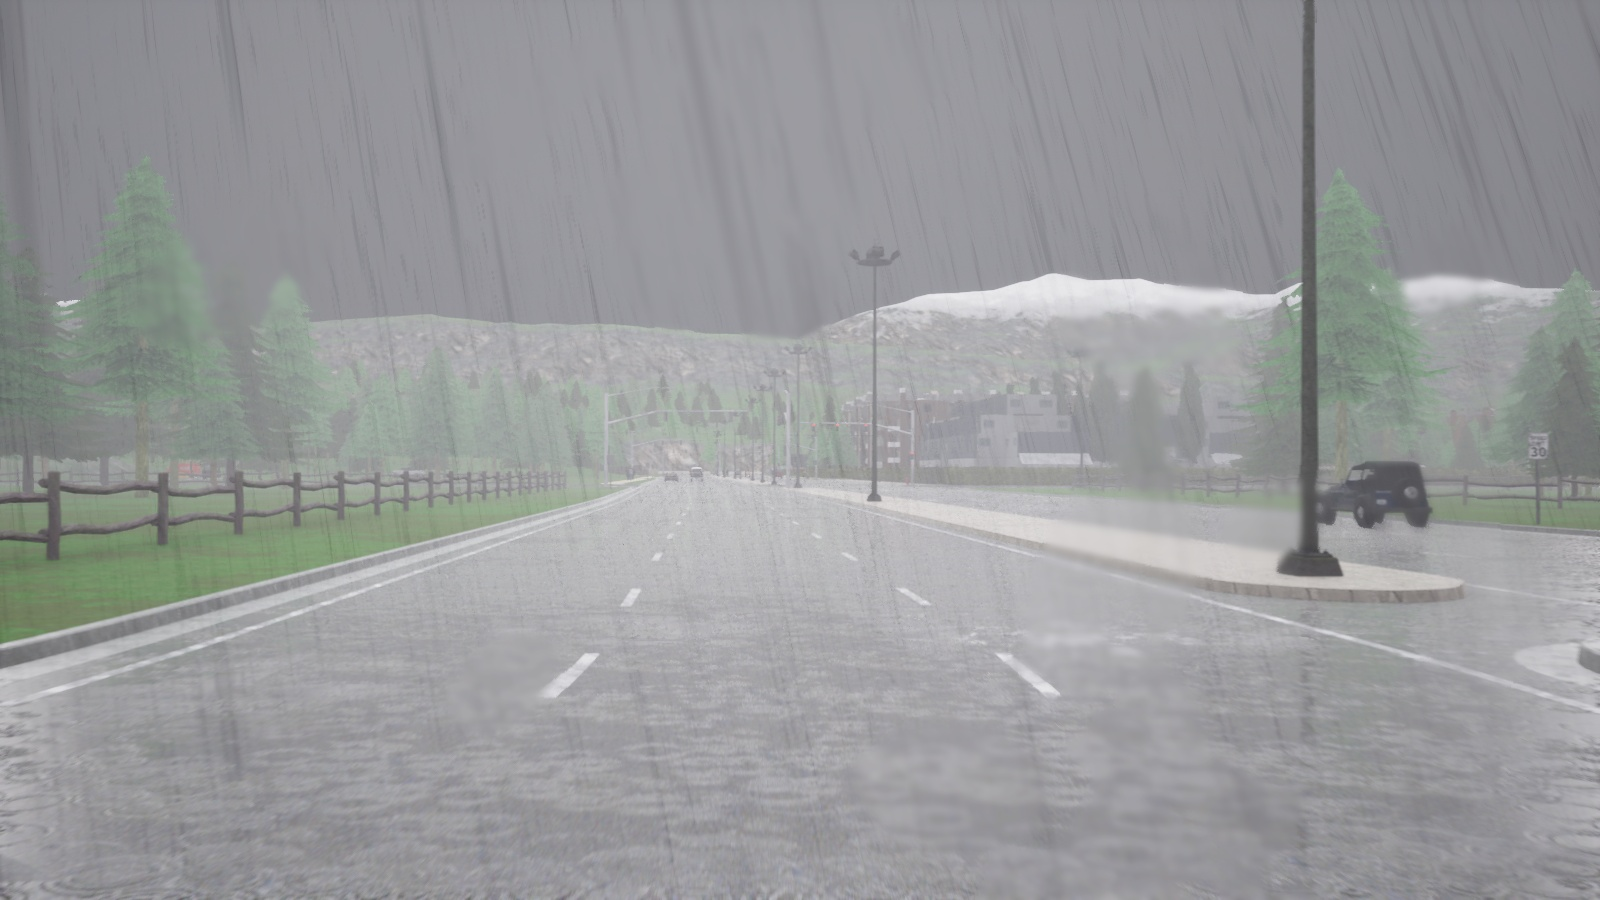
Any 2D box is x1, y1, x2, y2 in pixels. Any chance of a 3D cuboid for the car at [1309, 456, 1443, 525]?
[{"bbox_3d":[16.744,1.154,36.725,1.905,1.878,3.866,0,-1,-4],"label":"car"}]
